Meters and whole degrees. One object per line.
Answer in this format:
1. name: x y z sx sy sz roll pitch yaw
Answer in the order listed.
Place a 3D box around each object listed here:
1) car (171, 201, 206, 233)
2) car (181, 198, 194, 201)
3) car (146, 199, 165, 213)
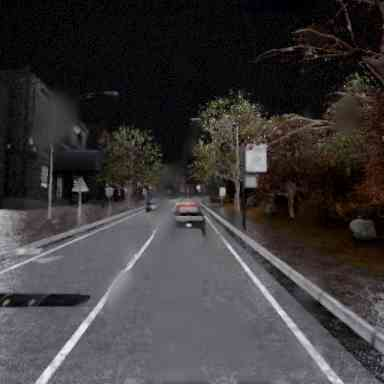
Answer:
1. car: -0.211 1.523 19.754 2.128 1.511 4.902 0 0 -1
2. car: -0.524 1.410 37.767 2.097 1.767 4.553 0 0 -1
3. car: -4.231 1.555 38.809 2.128 1.511 4.902 0 0 -1
